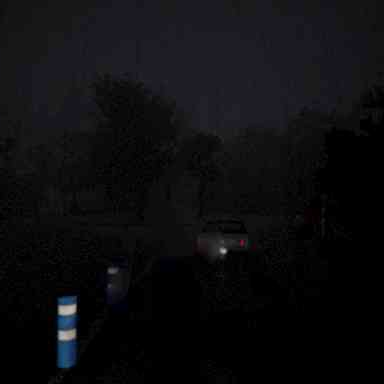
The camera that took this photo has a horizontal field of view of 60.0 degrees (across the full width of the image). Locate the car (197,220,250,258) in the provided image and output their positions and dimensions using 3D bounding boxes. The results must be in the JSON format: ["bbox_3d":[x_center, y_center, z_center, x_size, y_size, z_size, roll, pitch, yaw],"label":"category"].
[{"bbox_3d":[1.412,1.813,13.789,1.895,1.301,4.718,0,-1,9],"label":"car"}]

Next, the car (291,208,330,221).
[{"bbox_3d":[12.357,2.273,33.899,4.718,1.301,1.895,1,-2,-33],"label":"car"}]
